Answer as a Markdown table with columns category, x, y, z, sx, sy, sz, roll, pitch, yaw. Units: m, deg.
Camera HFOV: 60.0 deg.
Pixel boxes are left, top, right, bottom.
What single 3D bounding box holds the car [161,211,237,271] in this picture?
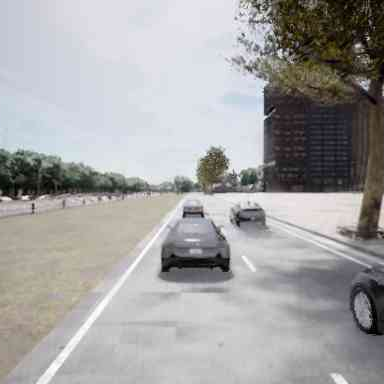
| category | x | y | z | sx | sy | sz | roll | pitch | yaw |
| --- | --- | --- | --- | --- | --- | --- | --- | --- | --- |
| car | 0.101 | 1.518 | 10.746 | 1.994 | 1.385 | 4.181 | 0 | 0 | 0 |

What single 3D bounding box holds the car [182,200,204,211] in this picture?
| category | x | y | z | sx | sy | sz | roll | pitch | yaw |
| --- | --- | --- | --- | --- | --- | --- | --- | --- | --- |
| car | 0.109 | 1.372 | 28.951 | 2.033 | 1.411 | 5.357 | 0 | 1 | 0 |

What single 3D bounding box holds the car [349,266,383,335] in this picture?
| category | x | y | z | sx | sy | sz | roll | pitch | yaw |
| --- | --- | --- | --- | --- | --- | --- | --- | --- | --- |
| car | 3.600 | 1.491 | 3.775 | 1.837 | 1.490 | 4.892 | 0 | 0 | 0 |

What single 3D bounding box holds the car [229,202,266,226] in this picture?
| category | x | y | z | sx | sy | sz | roll | pitch | yaw |
| --- | --- | --- | --- | --- | --- | --- | --- | --- | --- |
| car | 3.606 | 1.372 | 22.044 | 2.128 | 1.511 | 4.902 | 0 | 0 | 0 |
